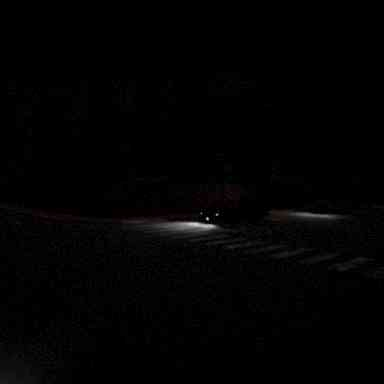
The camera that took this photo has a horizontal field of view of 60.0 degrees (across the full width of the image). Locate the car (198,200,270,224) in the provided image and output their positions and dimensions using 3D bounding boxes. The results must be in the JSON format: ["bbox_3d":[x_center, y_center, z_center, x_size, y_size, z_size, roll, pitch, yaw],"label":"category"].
[{"bbox_3d":[2.912,1.222,21.842,5.357,1.411,2.033,0,1,-42],"label":"car"}]

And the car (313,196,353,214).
[{"bbox_3d":[13.183,1.165,31.036,5.008,1.535,1.882,0,1,-42],"label":"car"}]
